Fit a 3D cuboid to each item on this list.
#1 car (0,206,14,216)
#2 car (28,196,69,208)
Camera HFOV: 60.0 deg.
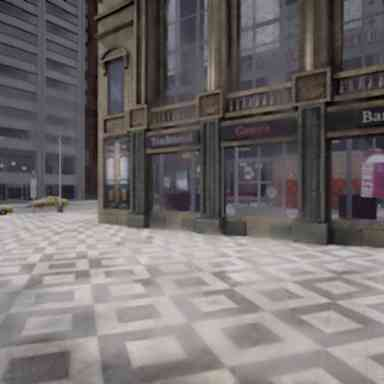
[{"bbox_3d":[-17.094,1.341,26.955,1.752,1.417,4.829,1,2,36],"label":"car"},{"bbox_3d":[-17.591,1.143,40.856,1.752,1.417,4.829,1,2,36],"label":"car"}]
